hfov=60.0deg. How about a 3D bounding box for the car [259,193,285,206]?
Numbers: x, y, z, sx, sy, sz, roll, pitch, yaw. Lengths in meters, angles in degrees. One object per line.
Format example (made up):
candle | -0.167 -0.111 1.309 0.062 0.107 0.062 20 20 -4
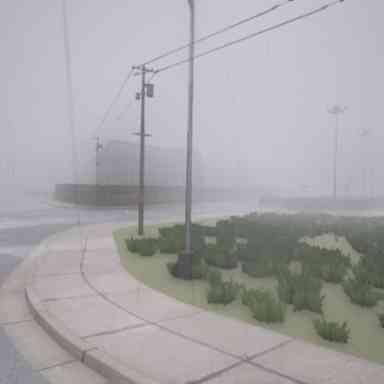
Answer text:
car | 10.668 0.931 44.120 2.097 1.767 4.553 2 1 36
